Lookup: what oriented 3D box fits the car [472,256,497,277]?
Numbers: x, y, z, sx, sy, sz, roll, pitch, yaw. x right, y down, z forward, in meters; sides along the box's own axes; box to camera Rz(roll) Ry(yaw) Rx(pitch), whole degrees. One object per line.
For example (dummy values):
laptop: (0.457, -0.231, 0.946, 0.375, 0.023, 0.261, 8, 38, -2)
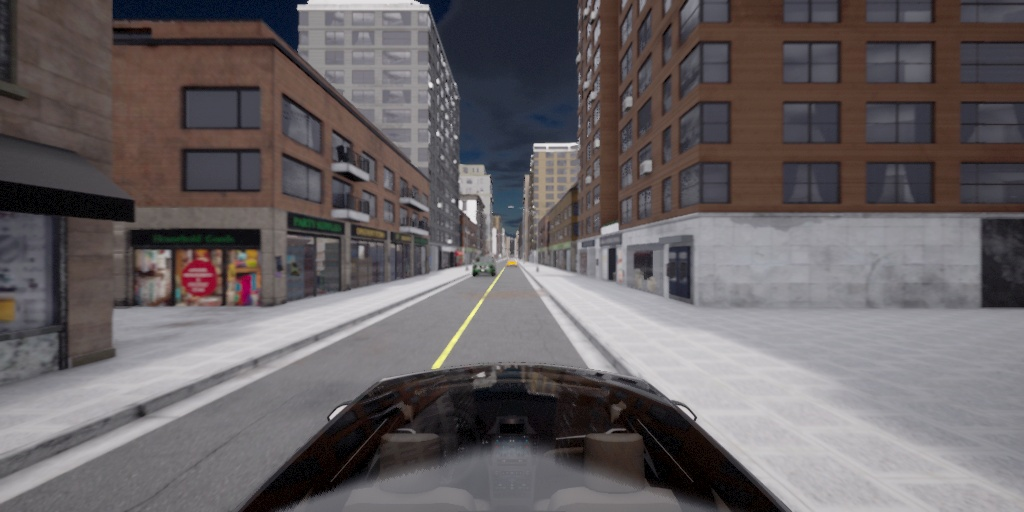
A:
car: (-2.749, 1.031, 36.669, 2.150, 2.045, 5.566, 0, -1, 0)
